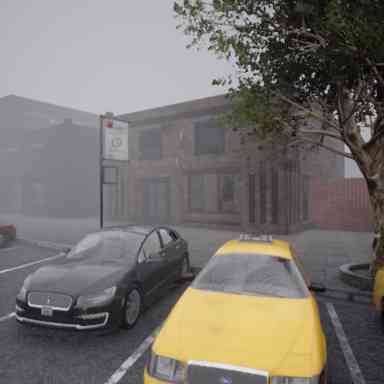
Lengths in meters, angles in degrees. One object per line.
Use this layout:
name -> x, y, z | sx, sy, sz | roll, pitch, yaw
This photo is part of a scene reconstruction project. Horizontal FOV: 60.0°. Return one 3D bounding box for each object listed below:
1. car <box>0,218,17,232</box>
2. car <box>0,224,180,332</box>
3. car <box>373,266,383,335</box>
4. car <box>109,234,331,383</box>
car -> -8.741, 1.516, 12.359 | 2.002, 1.452, 4.674 | 1, -1, 16
car -> -1.424, 1.483, 7.117 | 2.231, 1.521, 4.892 | 1, -1, 16
car -> 3.405, 1.481, 3.442 | 1.946, 1.575, 5.366 | 1, -1, 16
car -> 0.963, 1.479, 5.186 | 1.946, 1.575, 5.366 | 1, -1, 16
